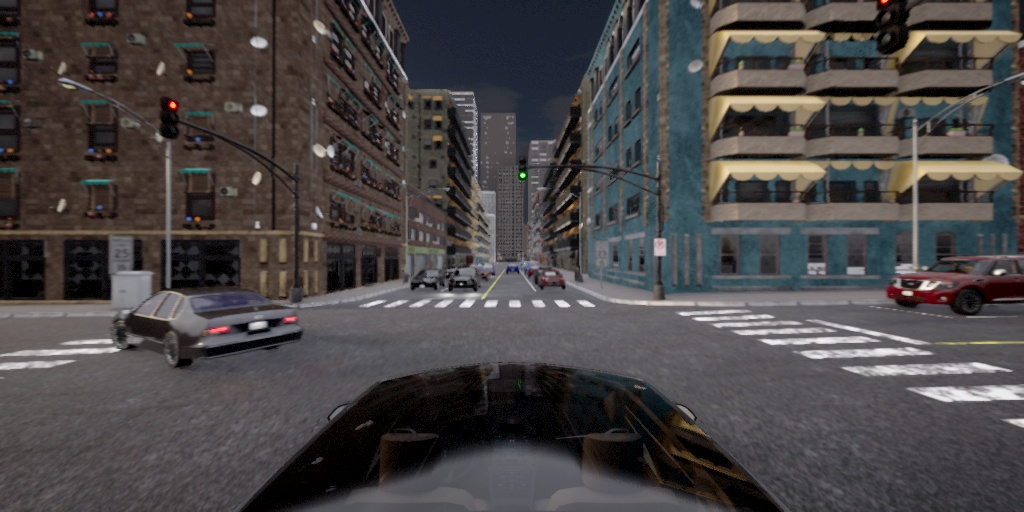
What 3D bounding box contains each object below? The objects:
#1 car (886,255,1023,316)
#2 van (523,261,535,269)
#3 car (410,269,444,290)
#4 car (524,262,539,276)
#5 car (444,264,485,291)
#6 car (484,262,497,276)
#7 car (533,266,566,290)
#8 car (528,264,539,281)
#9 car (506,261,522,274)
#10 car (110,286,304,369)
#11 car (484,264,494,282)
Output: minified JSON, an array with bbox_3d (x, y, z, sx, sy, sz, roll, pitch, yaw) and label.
[{"bbox_3d":[15.773,0.893,12.043,5.009,1.841,2.192,0,0,0],"label":"car"},{"bbox_3d":[2.695,1.596,46.973,1.690,1.789,3.998,0,0,0],"label":"van"},{"bbox_3d":[-5.690,1.571,24.895,1.948,1.339,4.313,0,0,0],"label":"car"},{"bbox_3d":[2.694,1.737,41.450,1.888,1.381,4.507,0,0,0],"label":"car"},{"bbox_3d":[-3.087,1.503,24.246,1.837,1.490,4.892,0,-1,0],"label":"car"},{"bbox_3d":[-3.082,1.759,45.039,1.812,1.442,4.674,0,-1,0],"label":"car"},{"bbox_3d":[2.692,1.587,24.882,1.802,1.307,4.207,0,0,0],"label":"car"},{"bbox_3d":[2.692,1.632,30.405,1.948,1.339,4.313,0,0,0],"label":"car"},{"bbox_3d":[0.107,1.791,52.043,1.882,1.535,5.008,0,-1,0],"label":"car"},{"bbox_3d":[-6.878,1.383,7.941,5.357,1.411,2.033,-1,0,30],"label":"car"},{"bbox_3d":[-3.085,1.712,34.261,1.895,1.301,4.718,0,-1,0],"label":"car"}]
